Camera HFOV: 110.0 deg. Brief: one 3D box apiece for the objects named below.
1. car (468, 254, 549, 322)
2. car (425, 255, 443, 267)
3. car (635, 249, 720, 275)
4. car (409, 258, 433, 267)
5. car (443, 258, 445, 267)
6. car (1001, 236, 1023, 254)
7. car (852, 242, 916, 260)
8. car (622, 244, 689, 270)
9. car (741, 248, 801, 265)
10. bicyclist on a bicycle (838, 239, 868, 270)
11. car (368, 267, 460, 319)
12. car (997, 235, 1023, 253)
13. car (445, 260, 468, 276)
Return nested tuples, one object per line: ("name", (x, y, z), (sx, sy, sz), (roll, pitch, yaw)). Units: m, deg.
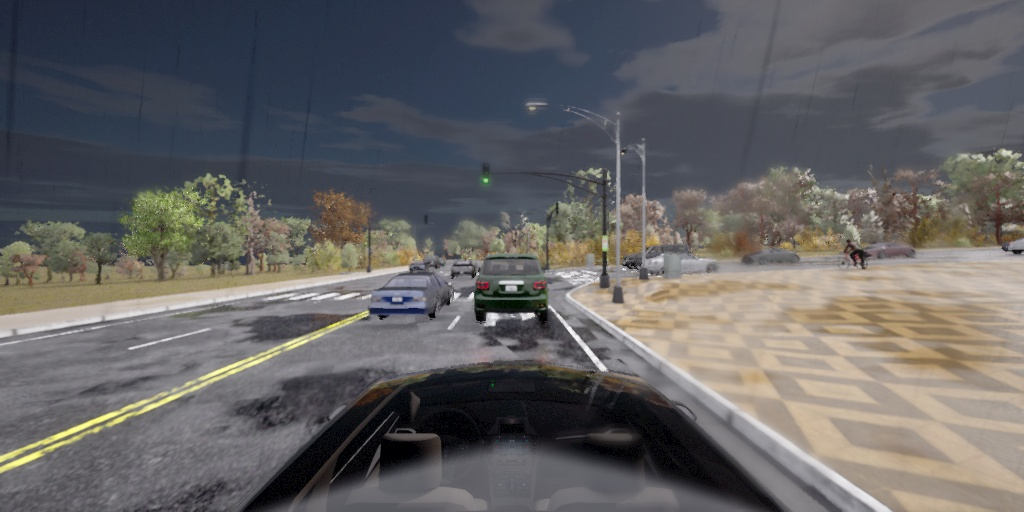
("car", (0.001, 0.946, 12.226), (2.150, 2.045, 5.566), (0, 0, 0))
("car", (-12.141, 0.914, 54.100), (2.150, 2.045, 5.566), (0, 0, -5))
("car", (10.696, 0.480, 22.806), (4.674, 1.442, 1.812), (-3, 0, -4))
("car", (-11.414, 1.253, 44.256), (1.994, 1.385, 4.181), (0, 0, -4))
("car", (-13.024, 1.050, 64.173), (2.097, 1.767, 4.553), (0, 0, -6))
("car", (41.345, -0.911, 27.734), (4.674, 1.442, 1.812), (-3, 0, -4))
("car", (31.571, -0.442, 30.484), (4.181, 1.385, 1.994), (-3, 0, -4))
("car", (11.991, 0.112, 29.696), (5.566, 2.045, 2.150), (-3, 0, -2))
("car", (21.567, 0.015, 29.993), (4.181, 1.385, 1.994), (-3, 0, -1))
("bicyclist on a bicycle", (17.966, -0.067, 18.957), (0.582, 1.620, 1.656), (-2, 0, -2))
("car", (-3.292, 1.271, 12.660), (2.033, 1.411, 5.357), (0, 0, -1))
("car", (45.892, -1.128, 31.410), (4.674, 1.442, 1.812), (-2, 0, -5))
("car", (-3.869, 1.039, 29.342), (2.128, 1.511, 4.902), (-1, 0, -3))
